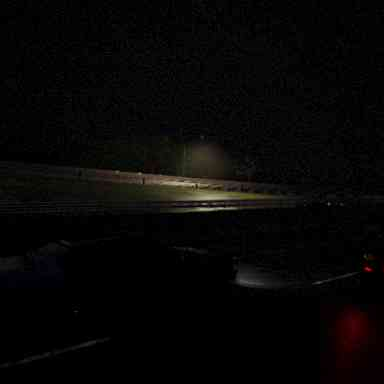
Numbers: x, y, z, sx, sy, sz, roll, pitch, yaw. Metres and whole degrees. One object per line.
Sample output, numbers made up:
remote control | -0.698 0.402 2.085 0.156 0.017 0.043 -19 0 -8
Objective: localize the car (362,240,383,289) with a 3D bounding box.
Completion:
car | 5.854 1.534 7.919 4.674 1.442 1.812 0 0 -35

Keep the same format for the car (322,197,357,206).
car | 17.359 1.388 37.844 4.553 1.767 2.097 0 0 -35

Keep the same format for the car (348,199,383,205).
car | 18.617 1.636 34.448 4.718 1.301 1.895 0 0 -35

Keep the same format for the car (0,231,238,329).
car | -1.548 1.550 6.939 5.357 1.411 2.033 0 0 -36

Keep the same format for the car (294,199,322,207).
car | 14.210 1.559 39.900 4.674 1.442 1.812 0 0 -35
